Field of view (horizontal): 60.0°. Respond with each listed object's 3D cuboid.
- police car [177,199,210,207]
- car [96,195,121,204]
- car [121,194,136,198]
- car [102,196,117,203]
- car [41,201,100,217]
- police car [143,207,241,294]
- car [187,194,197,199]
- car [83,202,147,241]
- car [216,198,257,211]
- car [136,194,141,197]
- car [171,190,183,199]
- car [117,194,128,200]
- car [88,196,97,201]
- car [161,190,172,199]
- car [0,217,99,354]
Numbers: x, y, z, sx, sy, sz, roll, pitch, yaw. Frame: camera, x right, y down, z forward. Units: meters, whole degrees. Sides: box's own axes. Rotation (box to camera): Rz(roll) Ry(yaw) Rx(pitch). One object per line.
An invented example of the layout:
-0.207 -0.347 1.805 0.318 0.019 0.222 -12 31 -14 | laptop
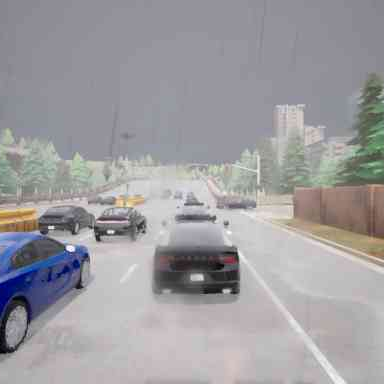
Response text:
0.084 1.425 18.813 1.930 1.638 5.238 0 0 0 | police car
-14.123 1.547 56.727 2.033 1.411 5.357 0 0 0 | car
-14.066 1.525 70.853 2.128 1.511 4.902 0 0 0 | car
-17.567 1.551 70.960 1.994 1.385 4.181 0 0 0 | car
-6.915 1.505 18.770 1.837 1.490 4.892 0 0 0 | car
0.093 1.425 8.910 1.930 1.638 5.238 0 0 0 | police car
0.041 1.492 53.957 2.128 1.511 4.902 0 0 -3 | car
-3.422 1.491 16.569 2.128 1.511 4.902 0 0 1 | car
5.309 1.493 39.927 4.902 1.511 2.128 0 0 -6 | car
-14.152 1.257 84.973 1.994 1.385 4.181 0 2 0 | car
-3.672 0.903 88.152 2.097 1.767 4.553 0 3 0 | car
-17.653 1.287 85.118 1.895 1.301 4.718 0 2 0 | car
-17.603 1.505 60.678 1.837 1.490 4.892 0 0 0 | car
-7.175 1.071 88.574 1.994 1.385 4.181 0 4 0 | car
-3.405 1.478 6.119 1.882 1.535 5.008 0 0 0 | car
